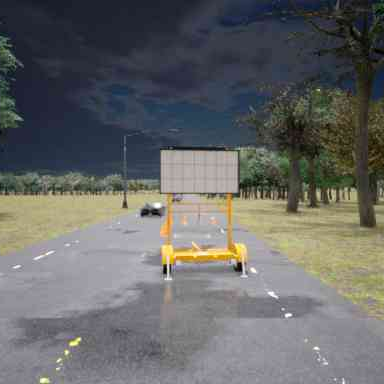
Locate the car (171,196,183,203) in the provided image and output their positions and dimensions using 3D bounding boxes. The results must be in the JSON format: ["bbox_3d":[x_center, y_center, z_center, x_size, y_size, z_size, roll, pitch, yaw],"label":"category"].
[{"bbox_3d":[-3.471,1.622,71.043,2.033,1.411,5.357,0,0,0],"label":"car"}]

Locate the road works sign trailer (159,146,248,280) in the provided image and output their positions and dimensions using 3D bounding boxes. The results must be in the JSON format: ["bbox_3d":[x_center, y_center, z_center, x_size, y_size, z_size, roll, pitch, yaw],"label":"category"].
[{"bbox_3d":[0.200,0.461,10.005,2.380,3.560,2.880,0,0,-8],"label":"road works sign trailer"}]

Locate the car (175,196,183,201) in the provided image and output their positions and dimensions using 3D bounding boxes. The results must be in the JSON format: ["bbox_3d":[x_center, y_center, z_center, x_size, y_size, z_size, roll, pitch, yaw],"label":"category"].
[{"bbox_3d":[-3.464,1.707,89.894,1.994,1.385,4.181,0,0,0],"label":"car"}]

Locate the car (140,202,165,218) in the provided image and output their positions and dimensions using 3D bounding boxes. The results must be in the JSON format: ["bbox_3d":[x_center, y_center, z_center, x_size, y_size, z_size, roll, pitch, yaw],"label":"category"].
[{"bbox_3d":[-3.588,1.607,30.609,1.895,1.301,4.718,0,0,0],"label":"car"}]
